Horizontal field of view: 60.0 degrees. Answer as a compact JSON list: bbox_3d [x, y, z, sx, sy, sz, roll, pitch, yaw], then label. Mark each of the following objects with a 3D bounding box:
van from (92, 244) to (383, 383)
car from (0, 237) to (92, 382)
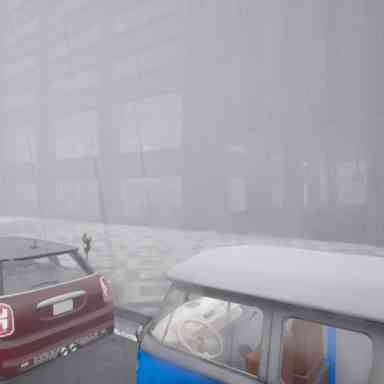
[{"bbox_3d":[1.404,1.341,1.961,3.998,1.788,1.690,0,0,35],"label":"van"},{"bbox_3d":[-3.163,1.440,5.217,4.097,1.590,1.967,0,0,35],"label":"car"}]
